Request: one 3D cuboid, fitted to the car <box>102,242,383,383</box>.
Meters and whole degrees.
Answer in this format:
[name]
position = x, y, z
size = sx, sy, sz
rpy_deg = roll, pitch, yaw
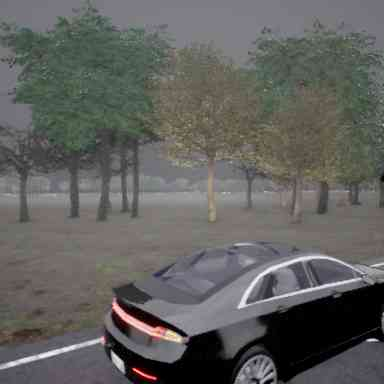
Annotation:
[car]
position = 1.229, 1.482, 4.755
size = 4.902, 1.511, 2.128
rpy_deg = 0, 0, -36
